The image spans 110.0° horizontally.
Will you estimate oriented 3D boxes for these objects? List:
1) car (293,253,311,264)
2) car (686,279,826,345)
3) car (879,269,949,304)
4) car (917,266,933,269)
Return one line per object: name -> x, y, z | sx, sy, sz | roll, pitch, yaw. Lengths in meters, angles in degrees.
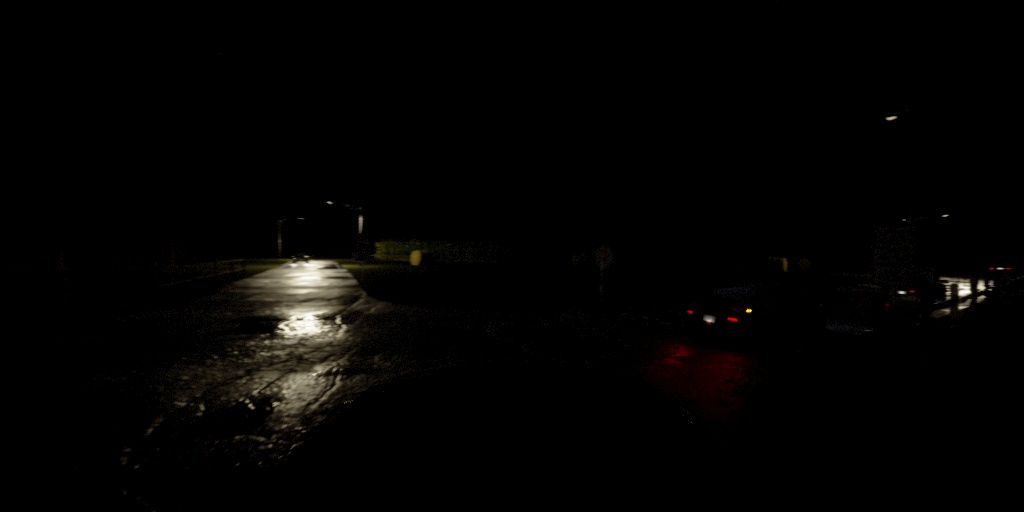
car -> -29.137, 0.295, 49.647 | 1.837, 1.490, 4.892 | 0, 1, -29
car -> 6.724, 1.372, 9.836 | 4.674, 1.442, 1.812 | 1, 1, -31
car -> 21.136, 1.585, 18.874 | 4.892, 1.490, 1.837 | 2, 1, -33
car -> 38.077, 1.725, 33.435 | 5.008, 1.535, 1.882 | 1, 1, -34
